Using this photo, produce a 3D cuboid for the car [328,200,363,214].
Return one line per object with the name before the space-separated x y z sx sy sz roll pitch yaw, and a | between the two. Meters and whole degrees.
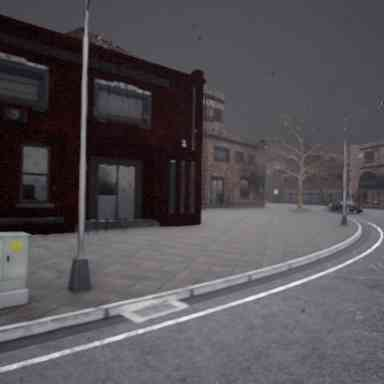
car | 16.965 1.648 37.117 2.033 1.411 5.357 1 0 0
